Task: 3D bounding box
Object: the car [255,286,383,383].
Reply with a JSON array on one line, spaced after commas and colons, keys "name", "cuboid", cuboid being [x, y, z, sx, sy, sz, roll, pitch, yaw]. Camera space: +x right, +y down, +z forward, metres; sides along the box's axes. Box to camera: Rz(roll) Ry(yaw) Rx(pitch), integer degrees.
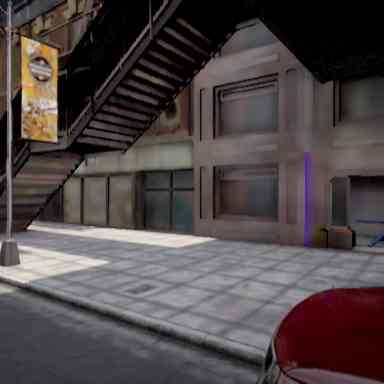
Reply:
[{"name": "car", "cuboid": [2.939, 1.172, 1.219, 5.566, 2.045, 2.435, 0, 0, 35]}]
